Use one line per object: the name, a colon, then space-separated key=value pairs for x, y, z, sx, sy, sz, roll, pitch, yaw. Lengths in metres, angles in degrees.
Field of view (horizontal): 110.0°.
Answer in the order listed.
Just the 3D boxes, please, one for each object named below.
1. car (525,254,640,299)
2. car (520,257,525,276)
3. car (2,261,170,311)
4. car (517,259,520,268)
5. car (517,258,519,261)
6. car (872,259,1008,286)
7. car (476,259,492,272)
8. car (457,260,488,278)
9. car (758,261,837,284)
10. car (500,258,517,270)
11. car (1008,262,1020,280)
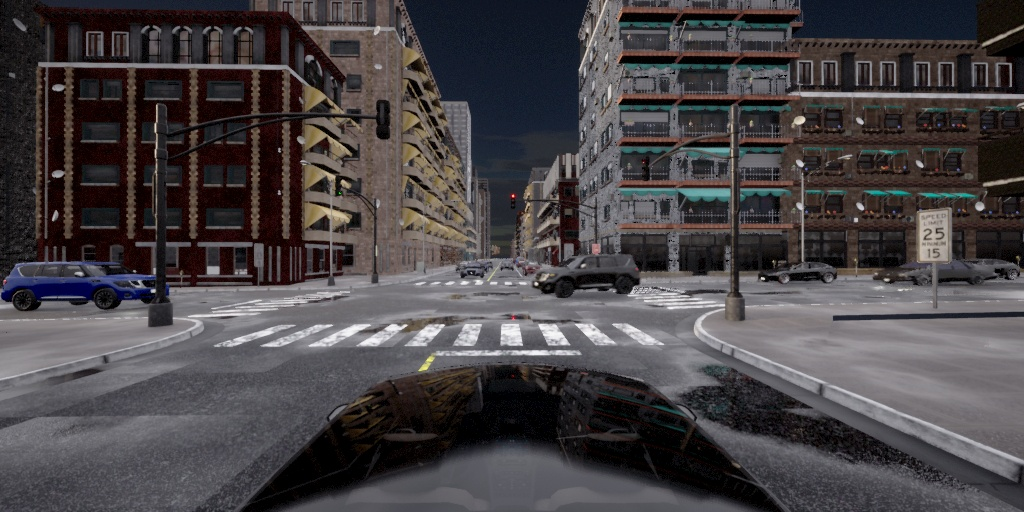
car: x=3.775 y=0.954 z=18.161 sx=5.566 sy=2.045 sz=2.150 roll=-1 pitch=-1 yaw=-19
car: x=2.118 y=1.197 z=36.740 sx=1.967 sy=1.591 sz=4.097 roll=0 pitch=0 yaw=-1
car: x=-18.657 y=1.244 z=15.855 sx=5.566 sy=2.045 sz=2.150 roll=-1 pitch=0 yaw=-1
car: x=2.025 y=1.309 z=42.273 sx=2.007 sy=1.370 sz=4.403 roll=0 pitch=0 yaw=-1
car: x=1.747 y=1.347 z=58.874 sx=1.802 sy=1.307 sz=4.207 roll=0 pitch=0 yaw=-1
car: x=23.465 y=0.897 z=19.967 sx=5.357 sy=1.411 sz=2.033 roll=-1 pitch=0 yaw=-1
car: x=-3.783 y=1.360 z=43.531 sx=1.895 sy=1.301 sz=4.718 roll=0 pitch=0 yaw=-1
car: x=-3.619 y=1.320 z=33.638 sx=1.994 sy=1.385 sz=4.181 roll=0 pitch=0 yaw=-1
car: x=17.936 y=1.014 z=22.564 sx=4.313 sy=1.339 sz=1.948 roll=0 pitch=0 yaw=-1
car: x=-0.732 y=1.309 z=52.366 sx=2.033 sy=1.411 sz=5.357 roll=0 pitch=0 yaw=-1
car: x=29.262 y=0.832 z=22.681 sx=4.313 sy=1.339 sz=1.948 roll=0 pitch=0 yaw=-1
